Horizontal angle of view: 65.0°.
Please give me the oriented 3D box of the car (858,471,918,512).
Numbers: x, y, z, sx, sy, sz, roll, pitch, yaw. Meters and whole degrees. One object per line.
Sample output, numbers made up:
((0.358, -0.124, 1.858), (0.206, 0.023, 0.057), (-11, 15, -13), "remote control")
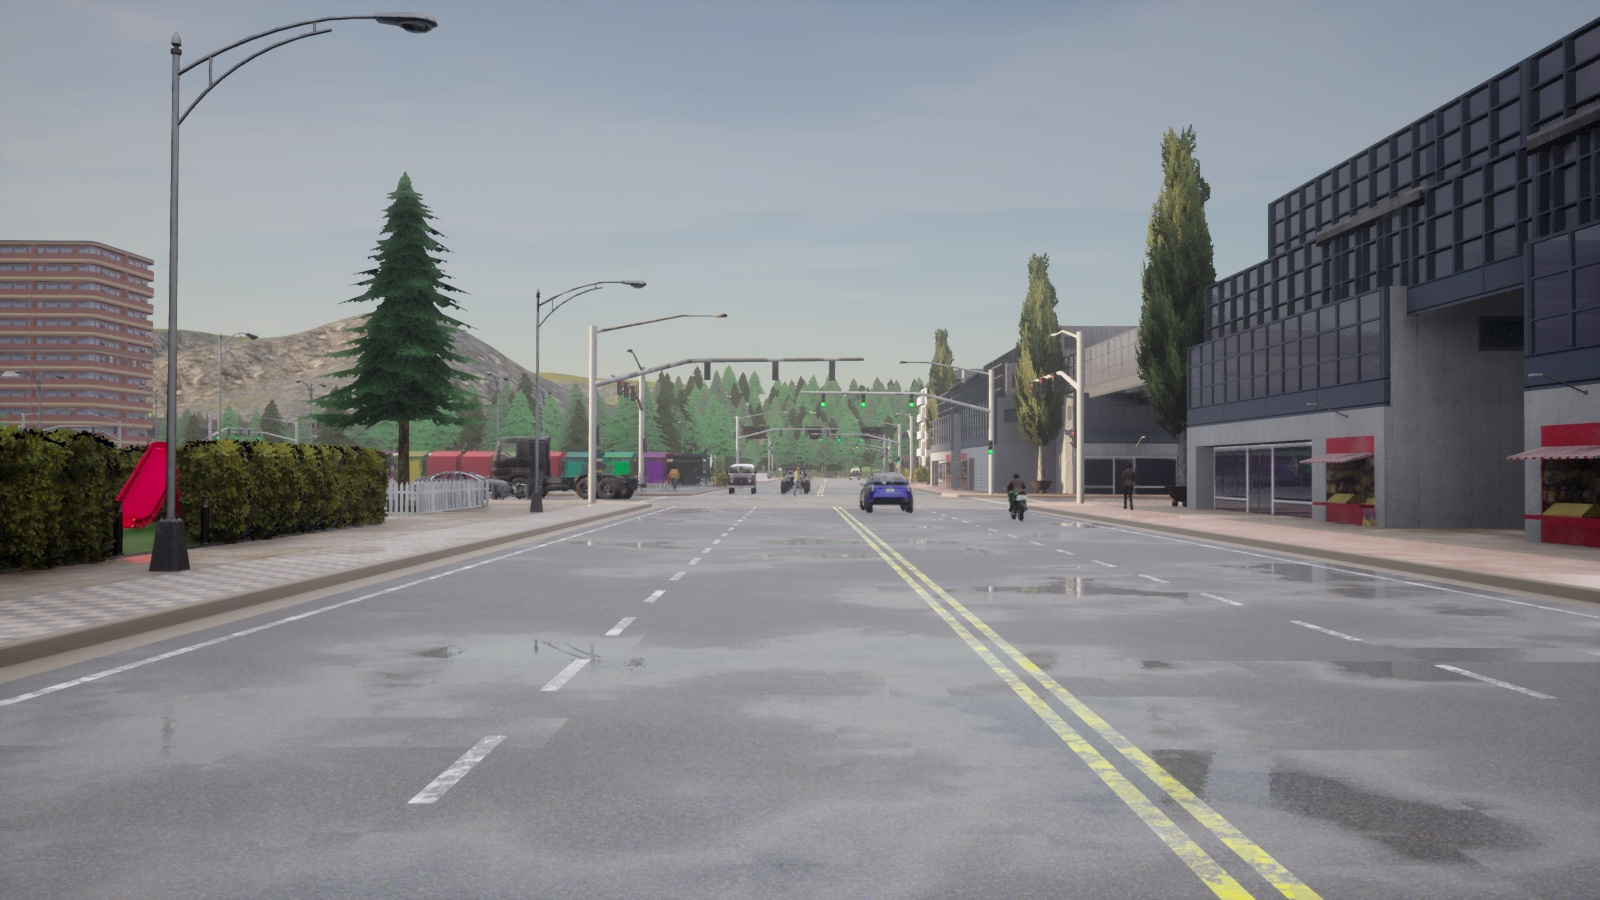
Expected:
((3.375, 1.570, 49.093), (2.007, 1.525, 4.514), (0, -1, 0), "car")

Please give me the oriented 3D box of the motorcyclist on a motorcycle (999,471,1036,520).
((6.901, 1.439, 39.970), (0.797, 1.523, 2.044), (0, -1, 0), "motorcyclist on a motorcycle")

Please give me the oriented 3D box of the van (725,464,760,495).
((-3.870, 1.979, 85.083), (2.069, 2.038, 4.480), (0, -1, 1), "van")

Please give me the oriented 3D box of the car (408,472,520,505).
((-16.275, 1.858, 61.007), (4.902, 1.511, 2.128), (0, -1, 0), "car")

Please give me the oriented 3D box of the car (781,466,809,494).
((-0.334, 2.079, 87.593), (1.905, 1.878, 3.866), (0, -1, 1), "car")

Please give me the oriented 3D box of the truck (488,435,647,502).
((-12.522, 1.018, 67.791), (7.936, 3.462, 2.891), (0, -1, 12), "truck")

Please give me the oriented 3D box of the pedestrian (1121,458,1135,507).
((12.360, 1.217, 47.383), (0.328, 1.805, 0.869), (0, -1, 3), "pedestrian")
